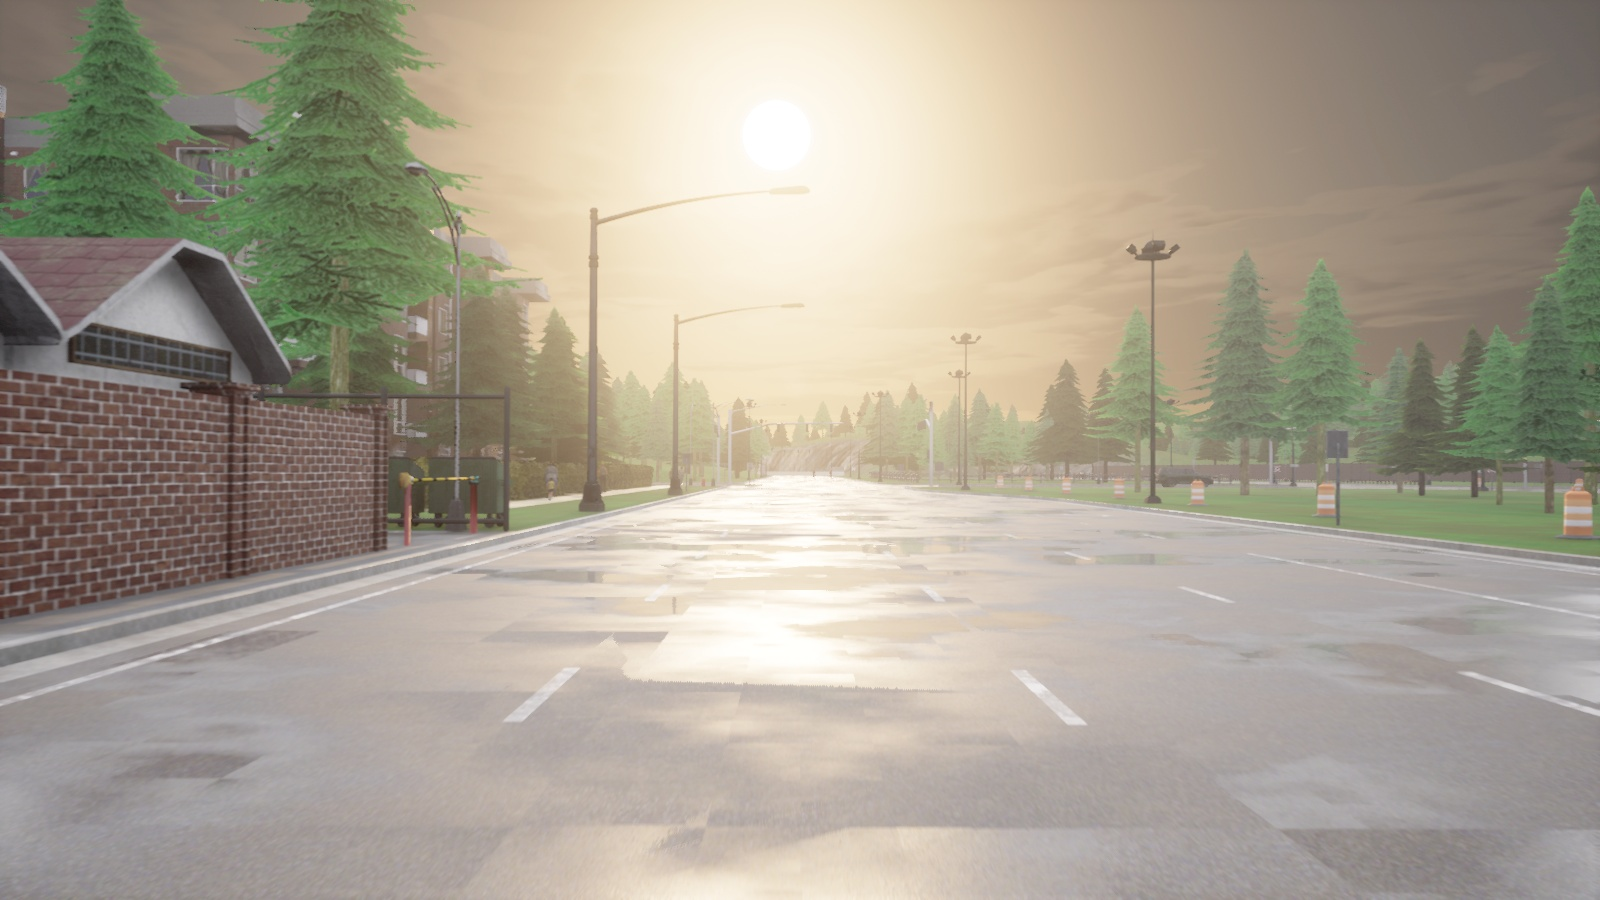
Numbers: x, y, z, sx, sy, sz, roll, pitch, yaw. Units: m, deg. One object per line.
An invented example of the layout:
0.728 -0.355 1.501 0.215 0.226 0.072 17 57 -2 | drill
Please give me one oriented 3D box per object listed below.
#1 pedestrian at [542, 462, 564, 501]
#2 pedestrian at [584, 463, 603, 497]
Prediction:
-11.745 1.483 59.649 0.874 1.855 0.900 0 -1 0 | pedestrian
-11.266 1.627 68.427 0.874 1.855 0.900 0 -1 2 | pedestrian
